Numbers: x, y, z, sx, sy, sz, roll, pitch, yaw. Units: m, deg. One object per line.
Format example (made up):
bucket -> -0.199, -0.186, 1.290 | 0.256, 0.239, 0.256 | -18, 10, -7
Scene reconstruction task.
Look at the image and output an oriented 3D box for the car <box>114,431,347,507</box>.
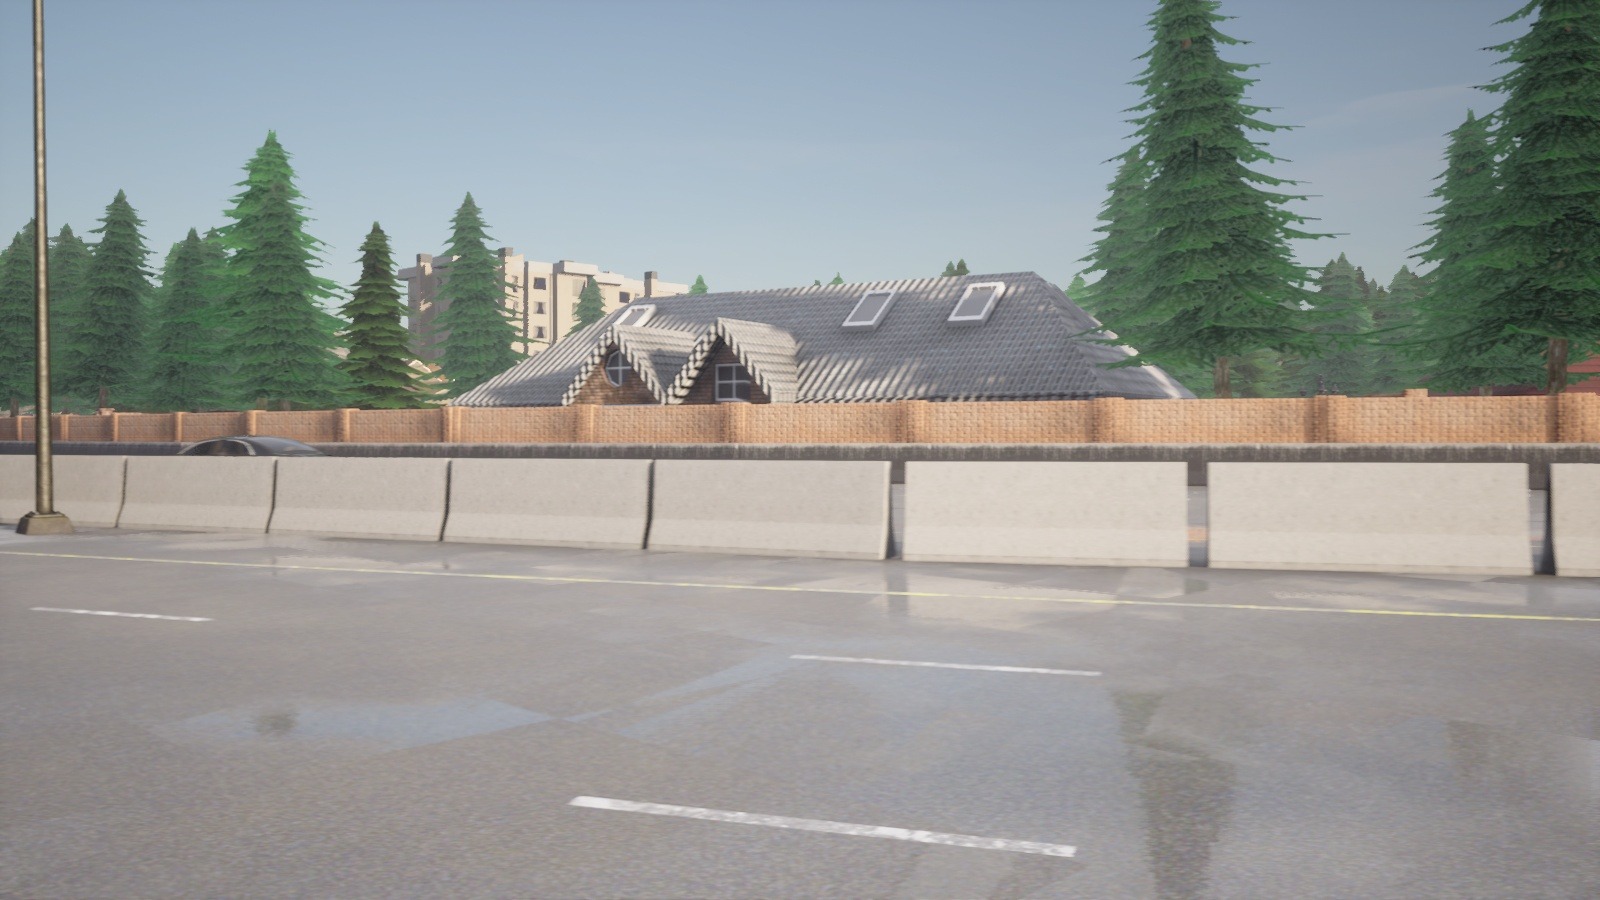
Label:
car -> -12.254, 0.360, 26.994 | 4.892, 1.490, 1.837 | 1, 1, 26
